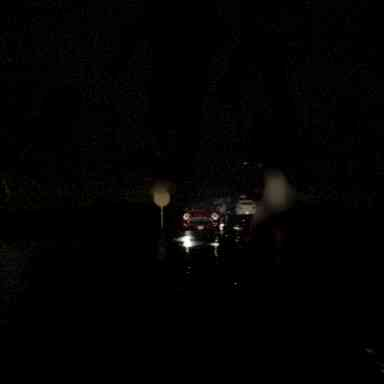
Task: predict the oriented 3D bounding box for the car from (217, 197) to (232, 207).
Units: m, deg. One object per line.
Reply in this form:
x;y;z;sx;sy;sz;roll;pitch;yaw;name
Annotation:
5.000;1.426;50.322;1.994;1.385;4.181;-1;0;9;car

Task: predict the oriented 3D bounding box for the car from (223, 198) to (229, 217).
2.092;1.537;30.903;1.895;1.301;4.718;-1;0;9;car

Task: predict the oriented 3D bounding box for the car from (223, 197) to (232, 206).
3.535;1.501;40.536;1.895;1.301;4.718;-1;0;9;car

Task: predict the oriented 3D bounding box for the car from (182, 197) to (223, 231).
0.664;1.324;20.159;2.097;1.767;4.553;-1;0;6;car

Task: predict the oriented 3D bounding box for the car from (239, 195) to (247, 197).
9.823;1.264;63.651;1.837;1.490;4.892;-1;0;8;car

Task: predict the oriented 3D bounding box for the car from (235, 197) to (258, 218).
4.719;1.423;28.754;1.812;1.442;4.674;-1;0;8;car
